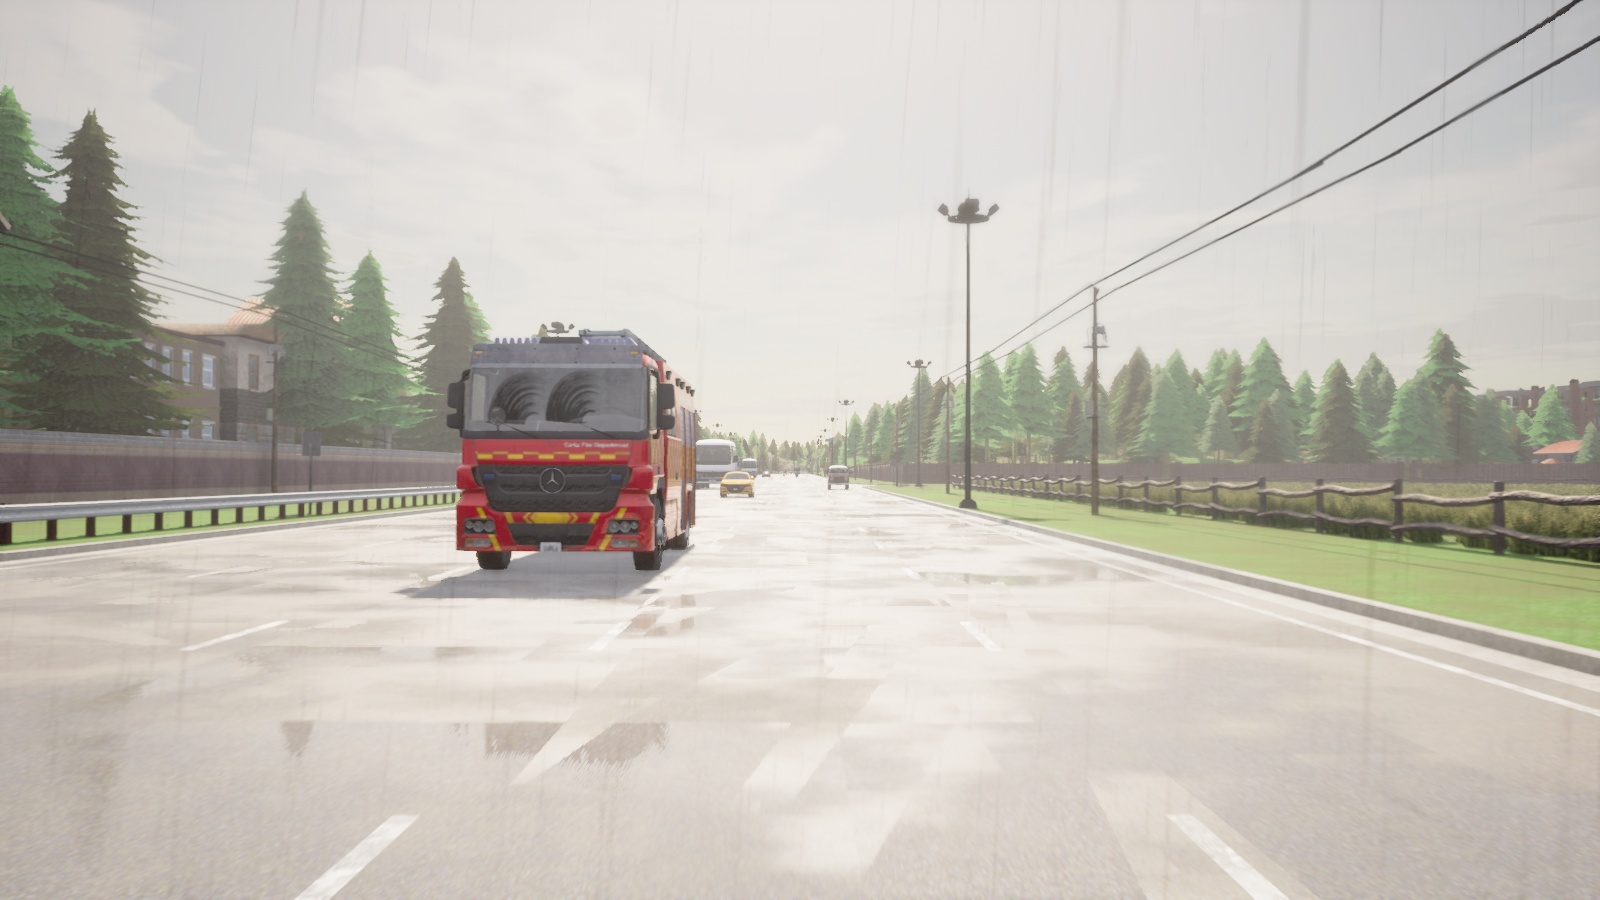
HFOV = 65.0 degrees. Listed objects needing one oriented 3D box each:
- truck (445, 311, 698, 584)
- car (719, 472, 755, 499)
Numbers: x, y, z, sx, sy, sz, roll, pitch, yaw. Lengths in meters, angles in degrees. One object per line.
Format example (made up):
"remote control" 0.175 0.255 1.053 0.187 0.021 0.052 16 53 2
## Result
"truck" -3.558 0.031 21.889 2.891 3.827 8.468 0 -1 0
"car" -3.679 2.053 74.321 1.882 1.535 5.008 0 -1 0
